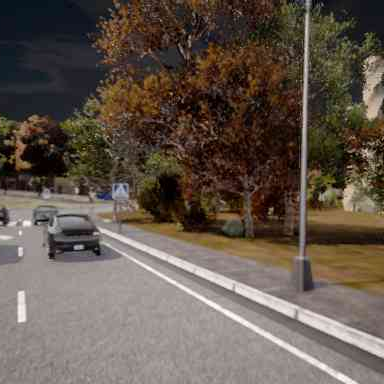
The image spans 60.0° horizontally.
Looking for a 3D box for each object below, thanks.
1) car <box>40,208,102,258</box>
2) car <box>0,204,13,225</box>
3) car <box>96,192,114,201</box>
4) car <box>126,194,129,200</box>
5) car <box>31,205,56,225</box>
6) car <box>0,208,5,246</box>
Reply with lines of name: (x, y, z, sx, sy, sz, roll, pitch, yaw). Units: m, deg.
car: (-4.959, 1.640, 13.520, 1.837, 1.490, 4.892, 0, 0, -27)
car: (-14.912, 1.688, 25.242, 1.837, 1.490, 4.892, 0, 0, -26)
car: (-20.699, 0.981, 79.634, 5.566, 2.045, 2.150, 2, 1, 39)
car: (-15.806, 1.257, 79.320, 1.812, 1.442, 4.674, 0, 1, -42)
car: (-11.386, 1.748, 25.939, 2.033, 1.411, 5.357, 0, 0, -27)
car: (-8.406, 1.595, 12.581, 1.882, 1.535, 5.008, 0, 0, -27)
